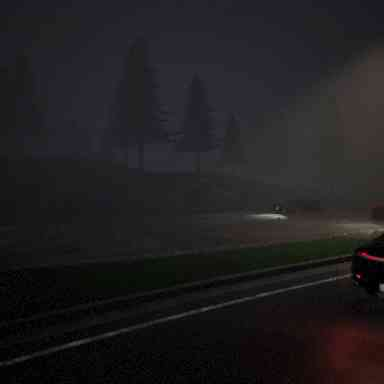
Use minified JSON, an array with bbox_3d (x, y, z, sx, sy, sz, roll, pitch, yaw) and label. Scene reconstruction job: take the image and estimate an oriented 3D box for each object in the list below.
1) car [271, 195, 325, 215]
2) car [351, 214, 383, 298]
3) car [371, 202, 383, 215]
[{"bbox_3d":[8.014,0.932,25.158,4.181,1.385,1.994,-2,1,-26],"label":"car"},{"bbox_3d":[5.219,1.260,6.476,4.902,1.511,2.128,-2,1,-30],"label":"car"},{"bbox_3d":[12.775,0.838,19.710,5.008,1.535,1.882,-2,1,-26],"label":"car"}]
